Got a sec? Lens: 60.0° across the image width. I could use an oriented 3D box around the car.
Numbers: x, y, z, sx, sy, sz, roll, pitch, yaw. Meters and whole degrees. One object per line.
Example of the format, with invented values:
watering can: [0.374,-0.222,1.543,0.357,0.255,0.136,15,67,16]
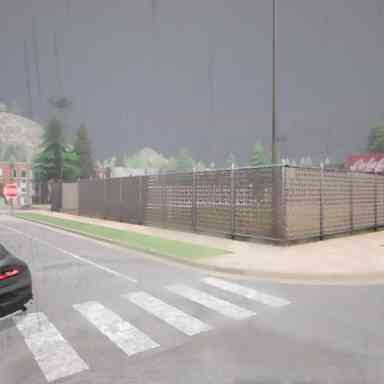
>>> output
car: [-4.843,1.508,6.264,4.892,1.490,1.837,0,5,38]
